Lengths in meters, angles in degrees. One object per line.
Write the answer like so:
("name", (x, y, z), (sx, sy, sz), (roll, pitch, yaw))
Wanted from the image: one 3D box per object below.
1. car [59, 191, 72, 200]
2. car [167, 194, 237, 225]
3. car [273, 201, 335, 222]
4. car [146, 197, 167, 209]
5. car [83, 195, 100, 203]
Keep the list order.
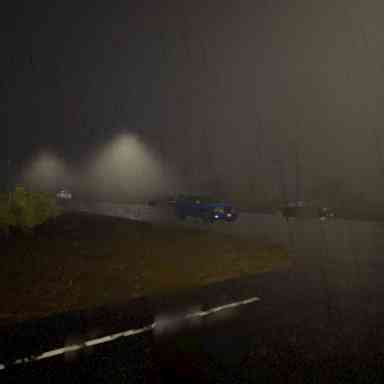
("car", (-28.929, 0.830, 74.966), (2.150, 2.045, 5.566), (0, 0, -37))
("car", (0.797, 1.154, 24.181), (2.150, 2.045, 5.566), (0, 0, -37))
("car", (8.494, 1.429, 25.611), (2.128, 1.511, 4.902), (0, 0, -37))
("car", (-4.008, 1.349, 42.102), (1.837, 1.490, 4.892), (0, 0, -37))
("car", (-18.560, 1.236, 61.291), (1.812, 1.442, 4.674), (0, 0, -37))
